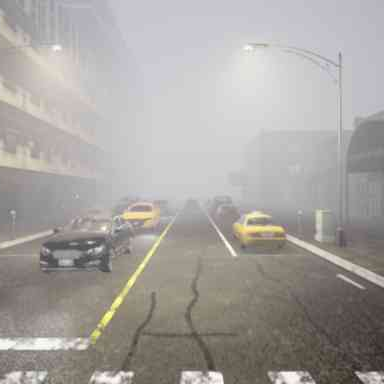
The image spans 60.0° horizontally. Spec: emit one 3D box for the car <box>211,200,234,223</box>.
[{"bbox_3d":[2.700,1.551,25.125,1.802,1.307,4.206,0,0,0],"label":"car"}]

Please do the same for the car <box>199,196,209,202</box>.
[{"bbox_3d":[2.717,1.540,74.977,2.008,1.369,4.403,0,0,0],"label":"car"}]

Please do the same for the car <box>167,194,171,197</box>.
[{"bbox_3d":[-5.667,1.418,63.901,1.967,1.590,4.097,0,0,0],"label":"car"}]

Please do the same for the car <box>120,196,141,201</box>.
[{"bbox_3d":[-5.677,1.282,30.666,2.192,1.841,5.009,0,0,0],"label":"car"}]

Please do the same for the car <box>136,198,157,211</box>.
[{"bbox_3d":[-5.675,1.518,41.744,2.008,1.369,4.403,0,0,0],"label":"car"}]

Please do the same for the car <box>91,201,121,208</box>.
[{"bbox_3d":[-5.682,1.495,19.417,1.752,1.417,4.829,0,0,0],"label":"car"}]

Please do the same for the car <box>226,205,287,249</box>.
[{"bbox_3d":[2.697,1.499,14.216,1.752,1.417,4.829,0,0,0],"label":"car"}]

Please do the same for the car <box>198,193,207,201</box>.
[{"bbox_3d":[2.722,1.318,86.056,2.192,1.841,5.009,0,0,0],"label":"car"}]

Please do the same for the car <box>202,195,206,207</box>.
[{"bbox_3d":[2.708,1.521,47.281,2.008,1.369,4.403,0,0,0],"label":"car"}]

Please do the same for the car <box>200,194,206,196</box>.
[{"bbox_3d":[2.715,1.509,69.608,1.752,1.417,4.829,0,0,0],"label":"car"}]

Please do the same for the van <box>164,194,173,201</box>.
[{"bbox_3d":[-5.661,1.335,80.521,1.690,1.788,3.998,0,0,0],"label":"van"}]

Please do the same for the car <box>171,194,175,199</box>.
[{"bbox_3d":[-5.663,1.303,74.980,2.192,1.841,5.009,0,0,0],"label":"car"}]

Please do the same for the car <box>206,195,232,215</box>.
[{"bbox_3d":[2.703,1.283,30.664,2.192,1.841,5.009,0,0,0],"label":"car"}]

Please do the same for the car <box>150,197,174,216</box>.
[{"bbox_3d":[-3.072,1.492,32.703,1.812,1.442,4.674,0,0,-1],"label":"car"}]

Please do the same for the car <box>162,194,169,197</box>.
[{"bbox_3d":[-5.669,1.519,58.363,1.887,1.381,4.507,0,0,0],"label":"car"}]

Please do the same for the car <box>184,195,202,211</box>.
[{"bbox_3d":[0.013,1.494,40.849,1.812,1.442,4.674,0,0,0],"label":"car"}]

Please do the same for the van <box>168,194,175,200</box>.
[{"bbox_3d":[-5.658,1.351,91.598,1.690,1.788,3.998,0,0,0],"label":"van"}]

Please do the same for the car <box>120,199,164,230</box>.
[{"bbox_3d":[-3.085,1.447,20.918,1.882,1.535,5.008,0,0,0],"label":"car"}]

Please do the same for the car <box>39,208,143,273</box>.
[{"bbox_3d":[-3.090,1.466,10.608,2.128,1.511,4.902,0,0,0],"label":"car"}]
